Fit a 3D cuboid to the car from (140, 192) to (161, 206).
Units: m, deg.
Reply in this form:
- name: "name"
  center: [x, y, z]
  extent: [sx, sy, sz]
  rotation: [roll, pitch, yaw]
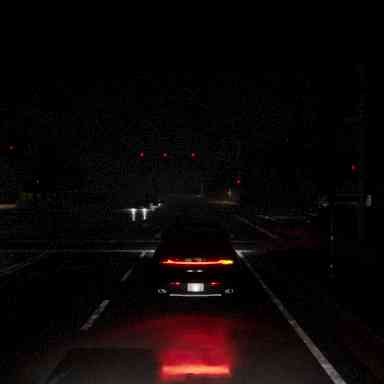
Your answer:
- name: "car"
  center: [-7.163, 1.222, 56.922]
  extent: [2.150, 2.045, 5.566]
  rotation: [0, 0, 0]

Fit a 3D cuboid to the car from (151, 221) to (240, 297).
- name: "car"
  center: [0.072, 1.505, 8.534]
  extent: [1.837, 1.490, 4.892]
  rotation: [0, 0, 0]

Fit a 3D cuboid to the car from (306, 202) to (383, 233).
- name: "car"
  center: [9.125, 1.491, 19.180]
  extent: [4.902, 1.511, 2.128]
  rotation: [0, 0, 0]

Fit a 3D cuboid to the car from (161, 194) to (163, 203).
- name: "car"
  center: [-7.117, 1.222, 67.126]
  extent: [2.150, 2.045, 5.566]
  rotation: [0, 0, 1]

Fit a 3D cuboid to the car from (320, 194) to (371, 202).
- name: "car"
  center: [13.432, 1.221, 29.918]
  extent: [5.566, 2.045, 2.150]
  rotation: [0, 0, -1]

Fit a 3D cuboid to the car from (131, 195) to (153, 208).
- name: "car"
  center: [-7.156, 1.526, 47.165]
  extent: [1.812, 1.442, 4.674]
  rotation: [0, 0, 0]

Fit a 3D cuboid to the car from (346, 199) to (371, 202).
- name: "car"
  center: [15.206, 1.526, 26.473]
  extent: [4.674, 1.442, 1.812]
  rotation: [0, 0, -1]
